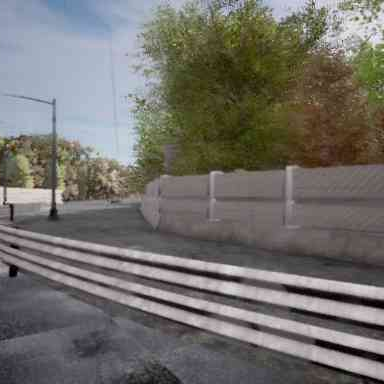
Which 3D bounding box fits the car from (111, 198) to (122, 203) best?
[{"bbox_3d":[-18.185,2.058,80.367,1.994,1.385,4.181,0,0,0],"label":"car"}]
